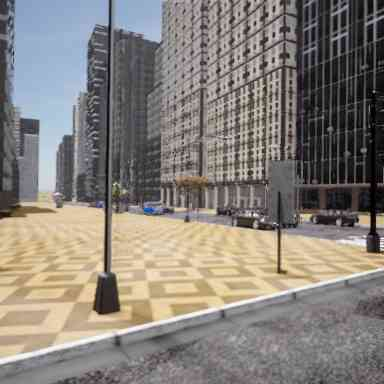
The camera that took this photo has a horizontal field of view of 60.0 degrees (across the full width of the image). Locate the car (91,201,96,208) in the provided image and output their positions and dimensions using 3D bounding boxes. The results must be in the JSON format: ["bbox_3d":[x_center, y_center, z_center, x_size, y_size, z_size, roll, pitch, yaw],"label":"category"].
[{"bbox_3d":[-24.970,3.400,85.617,1.887,1.381,4.507,0,-1,-26],"label":"car"}]

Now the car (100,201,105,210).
[{"bbox_3d":[-17.575,3.047,70.454,1.887,1.381,4.507,0,-1,-26],"label":"car"}]

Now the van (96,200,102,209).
[{"bbox_3d":[-20.041,2.961,75.511,1.690,1.788,3.998,0,-1,-26],"label":"van"}]

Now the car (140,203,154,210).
[{"bbox_3d":[-10.042,3.228,74.124,1.802,1.307,4.206,0,-1,-26],"label":"car"}]

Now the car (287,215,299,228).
[{"bbox_3d":[6.468,2.028,27.095,1.882,1.535,5.008,1,-2,-26],"label":"car"}]

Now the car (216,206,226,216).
[{"bbox_3d":[4.750,2.525,43.795,1.947,1.339,4.313,0,-1,-26],"label":"car"}]

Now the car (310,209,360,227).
[{"bbox_3d":[12.146,2.179,28.630,2.008,1.369,4.403,0,-1,-26],"label":"car"}]

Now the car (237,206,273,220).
[{"bbox_3d":[7.215,2.414,38.740,1.947,1.339,4.313,0,-1,-26],"label":"car"}]

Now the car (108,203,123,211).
[{"bbox_3d":[-15.035,2.907,65.247,1.752,1.417,4.829,0,-1,-26],"label":"car"}]

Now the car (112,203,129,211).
[{"bbox_3d":[-12.644,2.820,60.344,2.008,1.369,4.403,0,-1,-26],"label":"car"}]

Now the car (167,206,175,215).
[{"bbox_3d":[-4.105,2.630,48.844,1.895,1.301,4.718,1,-2,-26],"label":"car"}]

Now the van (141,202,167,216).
[{"bbox_3d":[-5.249,2.269,45.184,1.690,1.788,3.998,0,-1,-26],"label":"van"}]

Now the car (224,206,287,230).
[{"bbox_3d":[4.614,2.036,24.959,2.008,1.369,4.403,0,-1,-26],"label":"car"}]
